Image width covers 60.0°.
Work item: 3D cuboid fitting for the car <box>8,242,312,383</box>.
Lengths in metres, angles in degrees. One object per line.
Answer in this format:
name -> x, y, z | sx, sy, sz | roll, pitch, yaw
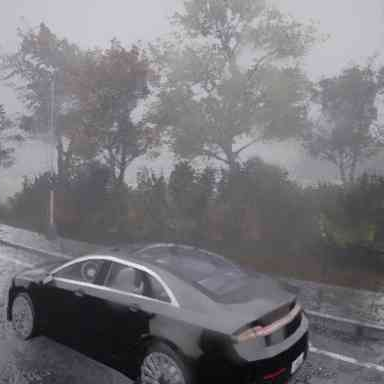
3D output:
car -> -0.849, 1.505, 4.844 | 4.902, 1.511, 2.128 | 0, 0, 37
